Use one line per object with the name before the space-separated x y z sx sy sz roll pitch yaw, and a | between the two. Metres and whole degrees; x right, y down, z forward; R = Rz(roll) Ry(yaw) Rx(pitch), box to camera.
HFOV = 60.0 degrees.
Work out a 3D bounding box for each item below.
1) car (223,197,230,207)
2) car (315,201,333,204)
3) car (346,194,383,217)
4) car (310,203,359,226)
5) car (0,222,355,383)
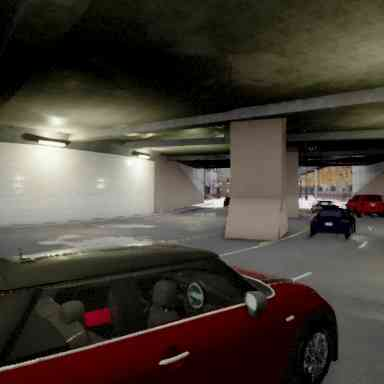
car | 5.791 1.507 49.992 1.837 1.490 4.892 0 -1 12
car | 12.742 1.548 31.983 2.033 1.411 5.357 0 0 12
car | 16.179 1.225 31.318 2.150 2.045 5.566 0 0 12
car | 7.804 1.564 18.325 1.994 1.385 4.181 0 0 29
car | -0.333 1.351 3.682 4.553 1.767 2.097 0 0 -39
